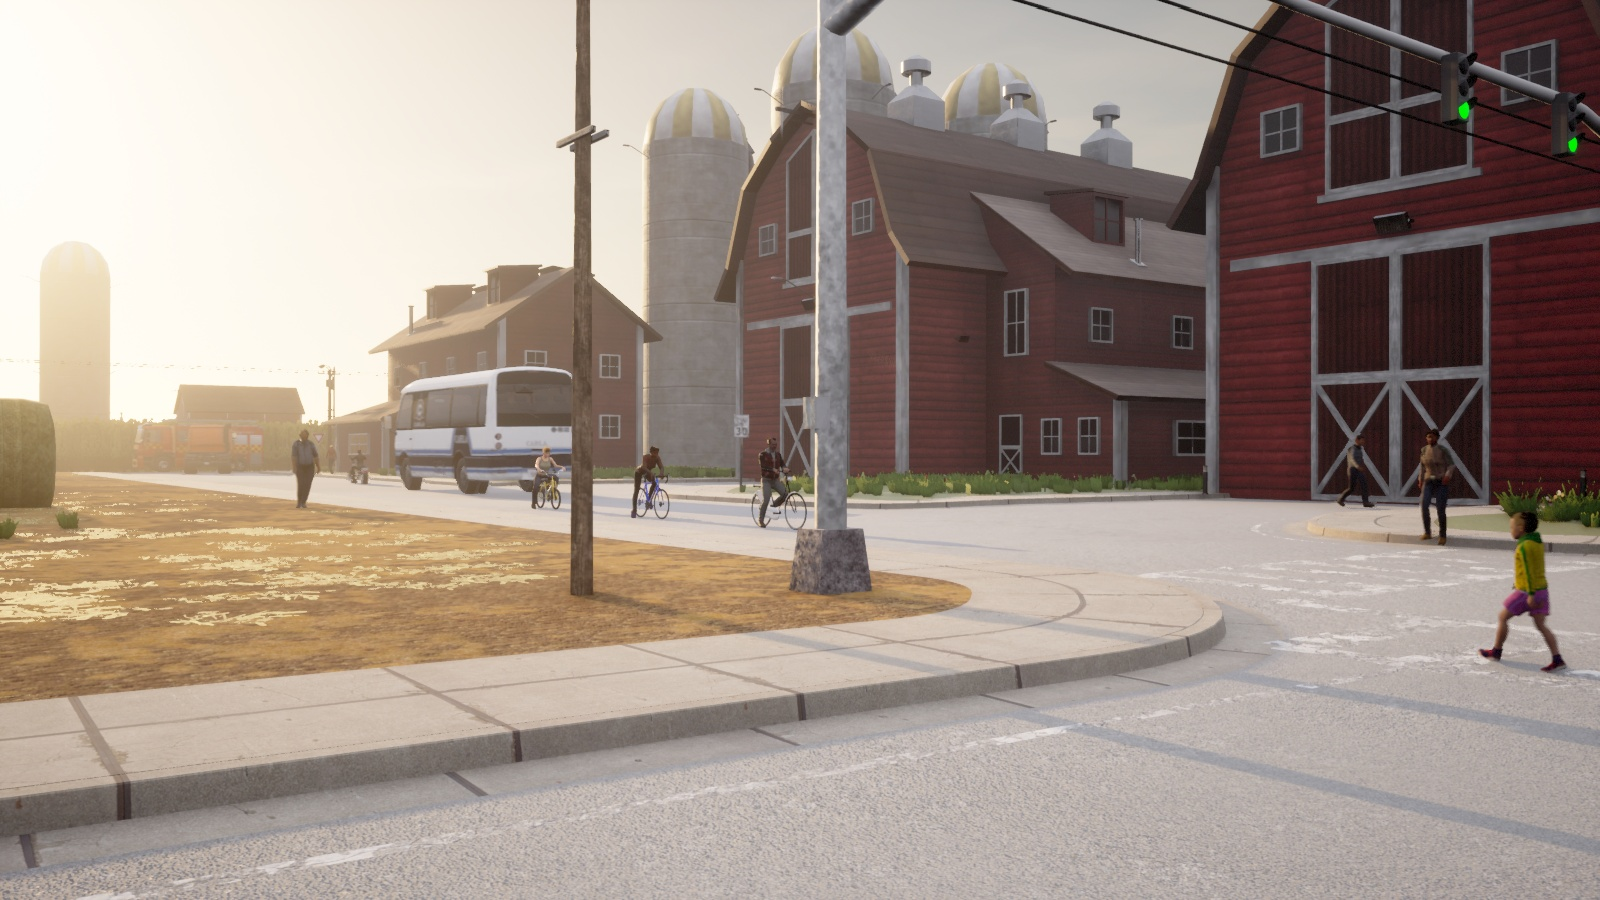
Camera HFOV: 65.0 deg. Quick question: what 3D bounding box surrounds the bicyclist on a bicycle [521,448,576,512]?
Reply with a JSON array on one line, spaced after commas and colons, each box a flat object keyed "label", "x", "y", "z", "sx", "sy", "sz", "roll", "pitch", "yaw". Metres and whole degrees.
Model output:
[{"label": "bicyclist on a bicycle", "x": -6.515, "y": 0.748, "z": 32.483, "sx": 0.866, "sy": 1.612, "sz": 1.509, "roll": 0, "pitch": 0, "yaw": -36}]

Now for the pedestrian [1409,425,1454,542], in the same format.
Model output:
[{"label": "pedestrian", "x": 9.922, "y": 0.517, "z": 19.715, "sx": 0.869, "sy": 1.805, "sz": 0.328, "roll": 0, "pitch": 0, "yaw": -41}]

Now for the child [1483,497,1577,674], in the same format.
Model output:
[{"label": "child", "x": 5.023, "y": 0.914, "z": 8.651, "sx": 0.299, "sy": 1.160, "sz": 0.473, "roll": 0, "pitch": 0, "yaw": -32}]

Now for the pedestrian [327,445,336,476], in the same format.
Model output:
[{"label": "pedestrian", "x": -27.656, "y": 0.620, "z": 74.076, "sx": 0.331, "sy": 1.846, "sz": 0.636, "roll": 0, "pitch": 0, "yaw": -37}]

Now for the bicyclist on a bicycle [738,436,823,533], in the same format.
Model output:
[{"label": "bicyclist on a bicycle", "x": -0.399, "y": 0.641, "z": 24.027, "sx": 0.659, "sy": 1.776, "sz": 1.843, "roll": -1, "pitch": 0, "yaw": -36}]

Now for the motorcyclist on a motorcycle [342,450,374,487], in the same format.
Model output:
[{"label": "motorcyclist on a motorcycle", "x": -20.214, "y": 0.852, "z": 57.388, "sx": 0.766, "sy": 1.649, "sz": 2.350, "roll": 0, "pitch": 0, "yaw": -36}]

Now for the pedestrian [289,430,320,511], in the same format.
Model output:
[{"label": "pedestrian", "x": -11.393, "y": 0.464, "z": 28.852, "sx": 0.540, "sy": 1.848, "sz": 0.694, "roll": 0, "pitch": 0, "yaw": -32}]

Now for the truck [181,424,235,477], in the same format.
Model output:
[{"label": "truck", "x": -40.459, "y": 0.039, "z": 86.073, "sx": 2.891, "sy": 3.462, "sz": 7.936, "roll": -1, "pitch": 0, "yaw": -22}]

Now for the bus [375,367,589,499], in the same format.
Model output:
[{"label": "bus", "x": -11.851, "y": -0.574, "z": 45.818, "sx": 3.944, "sy": 4.253, "sz": 10.273, "roll": -2, "pitch": 1, "yaw": -36}]

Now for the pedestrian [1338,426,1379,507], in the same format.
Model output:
[{"label": "pedestrian", "x": 13.638, "y": 0.406, "z": 30.672, "sx": 0.423, "sy": 1.949, "sz": 0.788, "roll": 0, "pitch": 0, "yaw": -35}]

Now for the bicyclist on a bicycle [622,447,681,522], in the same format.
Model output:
[{"label": "bicyclist on a bicycle", "x": -3.331, "y": 0.747, "z": 28.083, "sx": 0.582, "sy": 1.620, "sz": 1.656, "roll": 0, "pitch": 0, "yaw": -36}]
